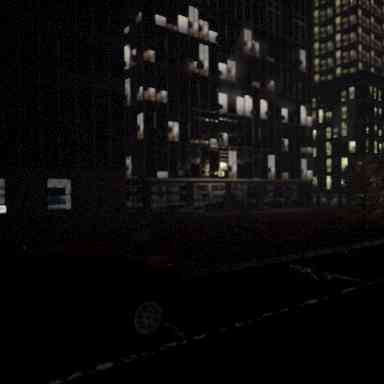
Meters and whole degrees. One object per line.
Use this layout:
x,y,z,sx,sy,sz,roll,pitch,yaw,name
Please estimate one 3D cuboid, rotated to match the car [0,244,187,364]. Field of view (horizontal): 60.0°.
-2.199,1.548,5.005,4.507,1.381,1.887,0,-1,-36,car
